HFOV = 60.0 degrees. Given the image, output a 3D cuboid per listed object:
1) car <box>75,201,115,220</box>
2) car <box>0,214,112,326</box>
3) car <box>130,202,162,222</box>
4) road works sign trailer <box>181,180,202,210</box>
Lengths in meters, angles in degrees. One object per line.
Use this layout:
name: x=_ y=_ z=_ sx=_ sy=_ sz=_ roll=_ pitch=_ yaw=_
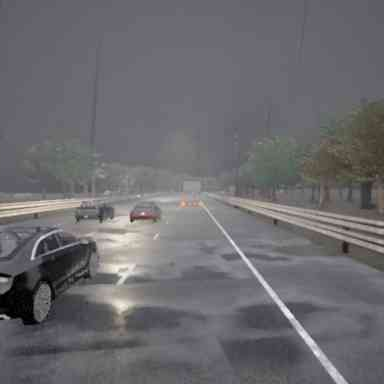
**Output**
car: x=-6.899 y=1.388 z=24.090 sx=2.128 sy=1.511 sz=4.902 roll=0 pitch=0 yaw=0
car: x=-3.400 y=1.462 z=6.974 sx=2.128 sy=1.511 sz=4.902 roll=0 pitch=0 yaw=0
car: x=-3.398 y=1.456 z=25.011 sx=1.994 sy=1.385 sz=4.181 roll=0 pitch=0 yaw=0
road works sign trailer: x=0.001 y=0.288 z=40.762 sx=2.380 sy=3.560 sz=2.880 roll=0 pitch=0 yaw=0
